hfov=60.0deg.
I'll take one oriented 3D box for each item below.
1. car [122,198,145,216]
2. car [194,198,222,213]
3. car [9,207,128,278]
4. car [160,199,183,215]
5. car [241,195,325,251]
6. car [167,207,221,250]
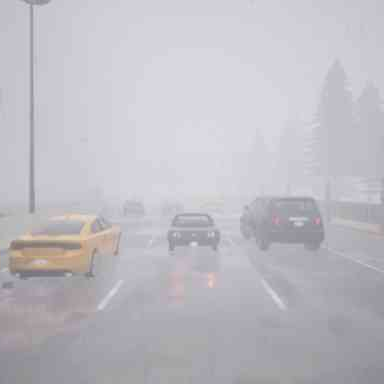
[{"bbox_3d":[-5.320,1.328,30.471,2.128,1.511,4.902,0,0,-10],"label":"car"},{"bbox_3d":[1.500,1.305,32.061,1.882,1.535,5.008,0,0,-10],"label":"car"},{"bbox_3d":[-3.427,1.424,9.972,1.882,1.535,5.008,0,0,-1],"label":"car"},{"bbox_3d":[-1.976,1.356,31.565,1.812,1.442,4.674,0,0,-11],"label":"car"},{"bbox_3d":[3.498,1.146,13.824,2.150,2.045,5.566,0,0,-2],"label":"car"},{"bbox_3d":[-0.006,1.525,13.922,1.895,1.301,4.718,0,0,-2],"label":"car"}]
